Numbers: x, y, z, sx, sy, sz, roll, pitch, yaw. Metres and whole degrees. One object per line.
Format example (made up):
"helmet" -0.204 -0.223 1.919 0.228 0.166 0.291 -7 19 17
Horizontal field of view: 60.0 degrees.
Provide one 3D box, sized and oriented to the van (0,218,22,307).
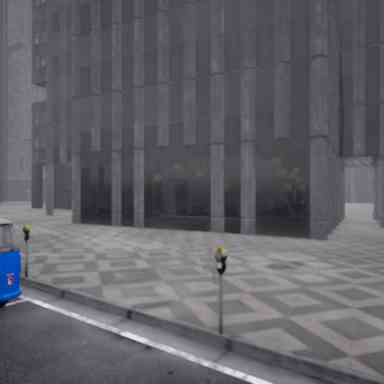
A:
"van" -5.034 1.311 6.559 3.998 1.788 1.690 0 0 36
